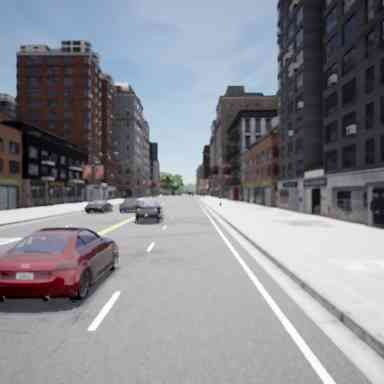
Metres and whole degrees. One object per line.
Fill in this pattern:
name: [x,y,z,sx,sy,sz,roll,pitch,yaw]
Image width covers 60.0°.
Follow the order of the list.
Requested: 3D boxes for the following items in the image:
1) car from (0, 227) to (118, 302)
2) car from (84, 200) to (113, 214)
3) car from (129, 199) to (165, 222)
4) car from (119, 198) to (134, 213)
car: [-3.179,1.562,8.319,1.994,1.385,4.181,0,0,0]
car: [-9.903,1.520,35.744,2.033,1.411,5.357,0,0,0]
car: [-3.246,1.471,26.073,2.128,1.511,4.902,0,0,0]
car: [-6.654,1.474,36.122,1.837,1.490,4.892,0,0,0]
